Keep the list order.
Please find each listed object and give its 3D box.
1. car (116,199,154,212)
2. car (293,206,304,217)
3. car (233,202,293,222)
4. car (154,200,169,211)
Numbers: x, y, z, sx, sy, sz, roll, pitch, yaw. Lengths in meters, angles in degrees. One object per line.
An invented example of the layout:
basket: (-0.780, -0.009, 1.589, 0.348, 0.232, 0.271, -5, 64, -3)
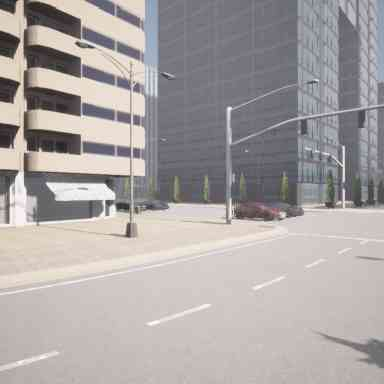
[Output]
car: (-7.143, 1.547, 38.222, 4.902, 1.511, 2.128, 0, 0, 41)
car: (8.006, 1.619, 30.373, 4.181, 1.385, 1.994, 0, 0, 34)
car: (5.405, 1.580, 26.954, 1.812, 1.442, 4.674, 0, 0, -42)
car: (-4.743, 1.619, 40.774, 4.181, 1.385, 1.994, 0, 0, 41)
